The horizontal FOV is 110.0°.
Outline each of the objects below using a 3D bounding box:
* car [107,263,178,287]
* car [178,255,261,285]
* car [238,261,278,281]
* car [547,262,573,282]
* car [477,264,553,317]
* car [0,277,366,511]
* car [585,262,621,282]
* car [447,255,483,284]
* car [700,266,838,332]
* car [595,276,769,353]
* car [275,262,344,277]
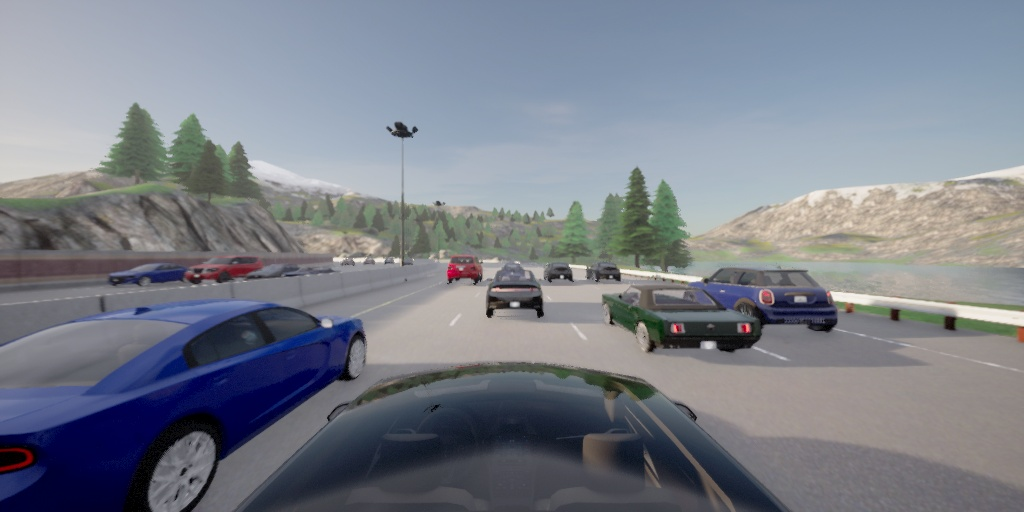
[{"bbox_3d":[-24.650,1.235,24.772,1.882,1.535,5.008,0,0,0],"label":"car"},{"bbox_3d":[-21.153,0.973,26.796,2.150,2.045,5.566,0,0,-1],"label":"car"},{"bbox_3d":[-17.644,1.292,27.330,2.033,1.411,5.357,0,0,0],"label":"car"},{"bbox_3d":[3.547,1.222,28.090,1.837,1.490,4.892,0,1,-1],"label":"car"},{"bbox_3d":[0.088,1.229,13.121,2.128,1.511,4.902,0,0,0],"label":"car"},{"bbox_3d":[-3.421,1.229,4.161,1.882,1.535,5.008,0,0,0],"label":"car"},{"bbox_3d":[7.047,1.217,28.048,1.837,1.490,4.892,0,1,-1],"label":"car"},{"bbox_3d":[-3.434,0.949,26.804,2.150,2.045,5.566,0,0,0],"label":"car"},{"bbox_3d":[7.087,1.081,10.933,2.097,1.767,4.553,0,0,0],"label":"car"},{"bbox_3d":[3.589,1.338,8.756,1.895,1.301,4.718,0,0,0],"label":"car"},{"bbox_3d":[-14.144,1.343,25.437,1.895,1.301,4.718,0,0,0],"label":"car"}]
